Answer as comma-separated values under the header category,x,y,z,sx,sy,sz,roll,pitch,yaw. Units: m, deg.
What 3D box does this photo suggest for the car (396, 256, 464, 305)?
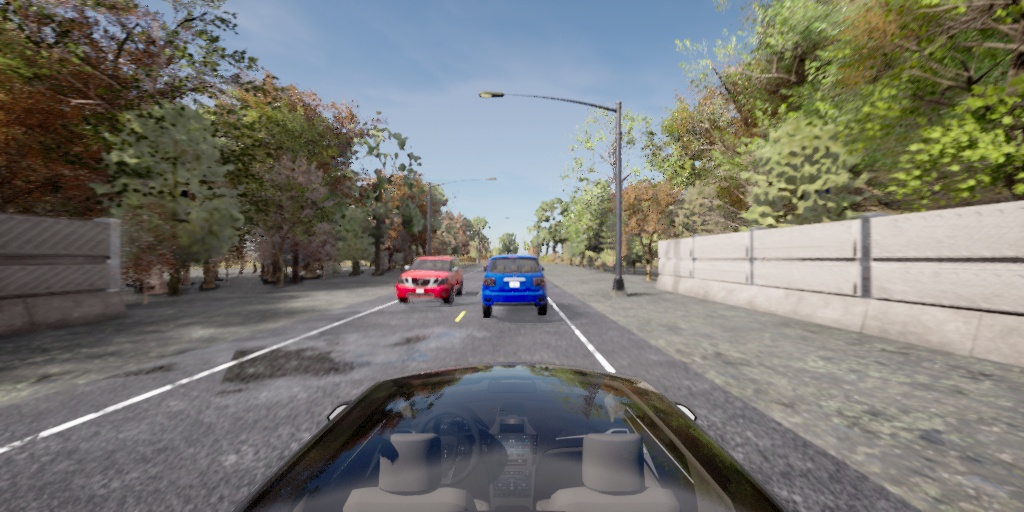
category,x,y,z,sx,sy,sz,roll,pitch,yaw
car,-3.578,1.015,16.717,2.150,2.045,5.566,1,0,0

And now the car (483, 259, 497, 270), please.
category,x,y,z,sx,sy,sz,roll,pitch,yaw
car,-3.531,1.309,58.327,2.097,1.767,4.553,0,0,1

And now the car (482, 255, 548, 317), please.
category,x,y,z,sx,sy,sz,roll,pitch,yaw
car,0.089,1.018,13.574,2.150,2.045,5.566,0,-1,0
